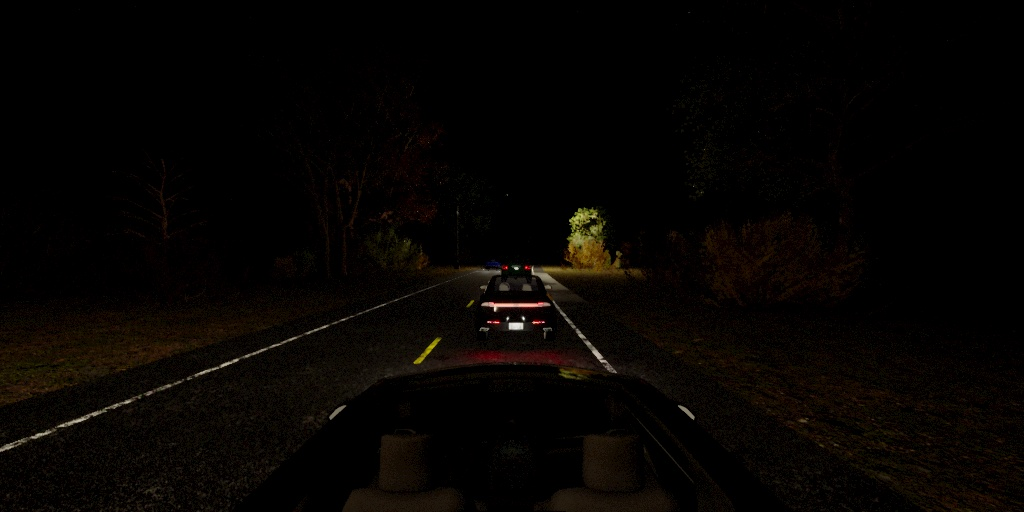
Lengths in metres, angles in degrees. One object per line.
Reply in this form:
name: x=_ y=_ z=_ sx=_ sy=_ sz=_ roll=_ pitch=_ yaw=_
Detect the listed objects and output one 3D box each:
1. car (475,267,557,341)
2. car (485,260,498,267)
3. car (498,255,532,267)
car: x=0.101 y=1.237 z=9.842 sx=2.128 sy=1.511 sz=4.902 roll=0 pitch=0 yaw=0
car: x=-2.543 y=1.222 z=48.450 sx=1.812 sy=1.442 sz=4.674 roll=0 pitch=0 yaw=3
car: x=0.350 y=0.951 z=27.185 sx=2.150 sy=2.045 sz=5.566 roll=0 pitch=0 yaw=1
